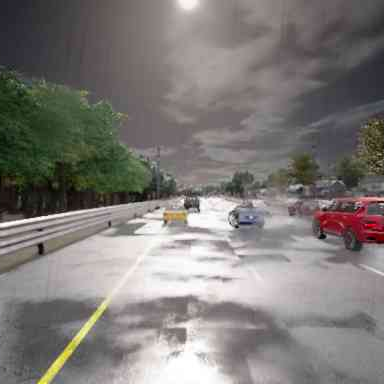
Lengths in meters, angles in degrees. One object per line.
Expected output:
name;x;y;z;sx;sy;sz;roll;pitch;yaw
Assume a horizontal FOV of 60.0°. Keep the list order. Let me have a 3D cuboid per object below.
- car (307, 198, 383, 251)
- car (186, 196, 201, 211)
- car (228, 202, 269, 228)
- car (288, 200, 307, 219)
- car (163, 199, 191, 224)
car;7.103;1.249;14.250;2.150;2.045;5.566;0;0;0
car;0.031;1.609;46.646;2.150;2.045;5.566;0;-1;0
car;3.603;1.640;22.711;2.033;1.411;5.357;0;-1;0
car;10.605;1.532;31.459;2.097;1.767;4.553;0;-1;0
car;-1.221;1.583;26.013;1.801;1.575;5.366;0;-1;0
